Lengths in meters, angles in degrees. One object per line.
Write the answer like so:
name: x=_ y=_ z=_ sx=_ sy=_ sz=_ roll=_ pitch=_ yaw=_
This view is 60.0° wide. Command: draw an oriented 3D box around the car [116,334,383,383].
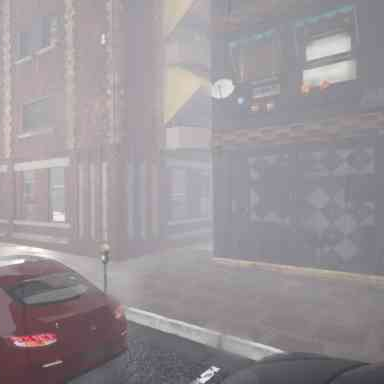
car: x=1.881 y=1.566 z=1.507 sx=4.313 sy=1.339 sz=1.947 roll=0 pitch=-1 yaw=35

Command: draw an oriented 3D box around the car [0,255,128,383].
car: x=-2.731 y=1.583 z=4.783 sx=4.206 sy=1.307 sz=1.802 roll=0 pitch=-1 yaw=35
